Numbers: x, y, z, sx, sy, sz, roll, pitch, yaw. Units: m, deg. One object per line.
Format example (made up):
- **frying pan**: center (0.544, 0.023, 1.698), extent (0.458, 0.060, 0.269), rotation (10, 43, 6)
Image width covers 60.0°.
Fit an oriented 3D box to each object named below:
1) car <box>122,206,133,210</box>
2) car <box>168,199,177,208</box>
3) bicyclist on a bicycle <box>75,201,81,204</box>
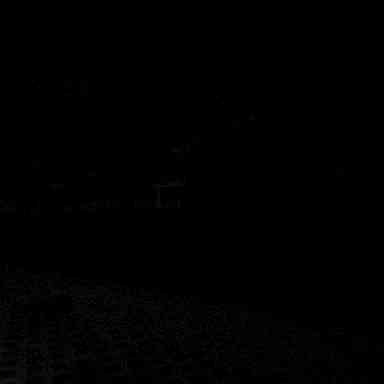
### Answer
- **car**: center (-6.834, 2.326, 41.837), extent (1.895, 1.301, 4.718), rotation (-3, -2, 23)
- **car**: center (-1.378, 1.953, 47.428), extent (2.150, 2.045, 5.566), rotation (-3, -2, 23)
- **bicyclist on a bicycle**: center (-8.104, 1.448, 23.799), extent (1.656, 1.620, 0.582), rotation (-3, -2, 23)
